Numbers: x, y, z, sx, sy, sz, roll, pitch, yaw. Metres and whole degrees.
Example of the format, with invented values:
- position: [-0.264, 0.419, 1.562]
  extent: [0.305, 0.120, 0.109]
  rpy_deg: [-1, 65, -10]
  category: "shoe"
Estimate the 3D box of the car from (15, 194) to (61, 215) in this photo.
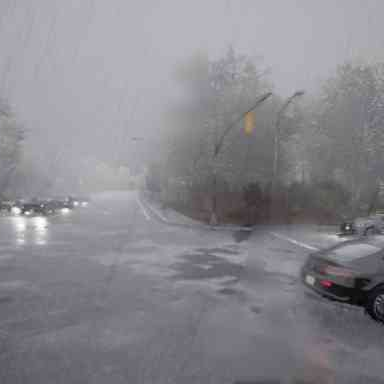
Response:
- position: [-12.669, 1.102, 27.666]
  extent: [1.895, 1.301, 4.718]
  rpy_deg: [2, 0, -10]
  category: "car"

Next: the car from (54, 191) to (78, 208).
- position: [-14.257, 0.775, 36.460]
  extent: [2.097, 1.767, 4.553]
  rpy_deg: [2, 0, -10]
  category: "car"

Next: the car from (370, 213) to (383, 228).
- position: [10.796, 1.826, 14.830]
  extent: [4.674, 1.442, 1.812]
  rpy_deg: [2, 0, -7]
  category: "car"

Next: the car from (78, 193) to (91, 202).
- position: [-16.943, 0.851, 51.553]
  extent: [1.994, 1.385, 4.181]
  rpy_deg: [2, 0, -10]
  category: "car"

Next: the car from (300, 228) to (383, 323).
- position: [4.633, 1.653, 6.912]
  extent: [4.674, 1.442, 1.812]
  rpy_deg: [2, 0, -7]
  category: "car"

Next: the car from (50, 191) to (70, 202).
- position: [-20.559, 0.675, 51.931]
  extent: [1.837, 1.490, 4.892]
  rpy_deg: [2, 0, -10]
  category: "car"

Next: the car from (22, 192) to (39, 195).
- position: [-17.862, 0.796, 36.715]
  extent: [2.128, 1.511, 4.902]
  rpy_deg: [2, 0, -10]
  category: "car"

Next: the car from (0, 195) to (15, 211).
- position: [-16.141, 0.938, 27.209]
  extent: [2.033, 1.411, 5.357]
  rpy_deg: [2, 0, -10]
  category: "car"

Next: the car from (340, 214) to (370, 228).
- position: [10.439, 1.842, 18.318]
  extent: [4.181, 1.385, 1.994]
  rpy_deg: [2, 0, -7]
  category: "car"
